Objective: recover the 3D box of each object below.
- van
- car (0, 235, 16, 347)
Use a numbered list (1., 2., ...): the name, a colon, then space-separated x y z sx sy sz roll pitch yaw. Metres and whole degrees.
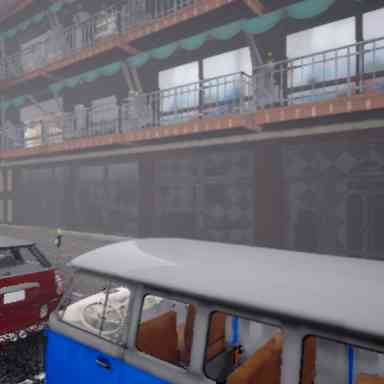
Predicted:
1. van: 0.588 1.337 2.316 3.998 1.788 1.690 0 0 36
2. car: -3.927 1.403 5.542 4.097 1.590 1.967 0 0 36
